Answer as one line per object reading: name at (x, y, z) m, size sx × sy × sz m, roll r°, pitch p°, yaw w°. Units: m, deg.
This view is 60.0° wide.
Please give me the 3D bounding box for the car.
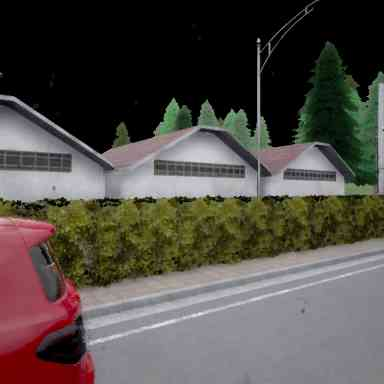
car at (-3.342, 1.221, 1.623) m, size 5.566 × 2.045 × 2.150 m, roll 0°, pitch 0°, yaw -35°
